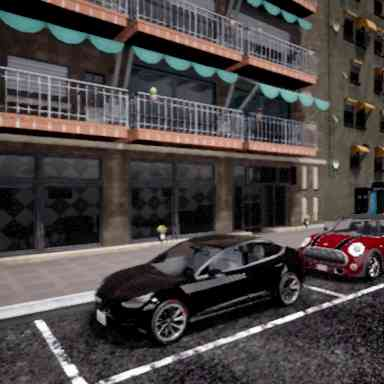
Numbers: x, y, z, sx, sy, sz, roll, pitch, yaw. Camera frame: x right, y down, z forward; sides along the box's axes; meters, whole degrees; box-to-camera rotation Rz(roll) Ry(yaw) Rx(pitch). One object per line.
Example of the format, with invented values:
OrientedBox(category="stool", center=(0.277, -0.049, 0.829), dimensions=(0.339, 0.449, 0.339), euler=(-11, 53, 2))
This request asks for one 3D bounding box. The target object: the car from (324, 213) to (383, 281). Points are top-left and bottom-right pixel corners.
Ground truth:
OrientedBox(category="car", center=(4.933, 1.388, 9.620), dimensions=(4.097, 1.590, 1.967), euler=(0, 0, -36))

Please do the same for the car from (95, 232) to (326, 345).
OrientedBox(category="car", center=(0.380, 1.545, 6.371), dimensions=(4.313, 1.339, 1.947), euler=(0, 0, -36))
